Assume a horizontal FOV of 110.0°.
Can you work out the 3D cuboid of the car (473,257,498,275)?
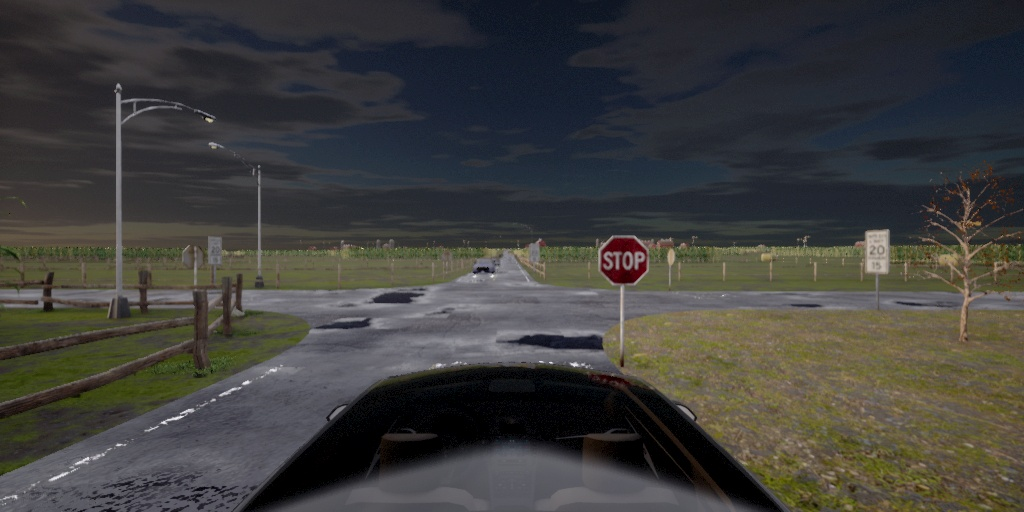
[{"bbox_3d":[-2.861,1.003,37.357,2.097,1.767,4.553,0,0,0],"label":"car"}]

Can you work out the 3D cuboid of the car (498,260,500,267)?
[{"bbox_3d":[-2.929,1.097,58.661,1.994,1.385,4.181,0,0,0],"label":"car"}]
